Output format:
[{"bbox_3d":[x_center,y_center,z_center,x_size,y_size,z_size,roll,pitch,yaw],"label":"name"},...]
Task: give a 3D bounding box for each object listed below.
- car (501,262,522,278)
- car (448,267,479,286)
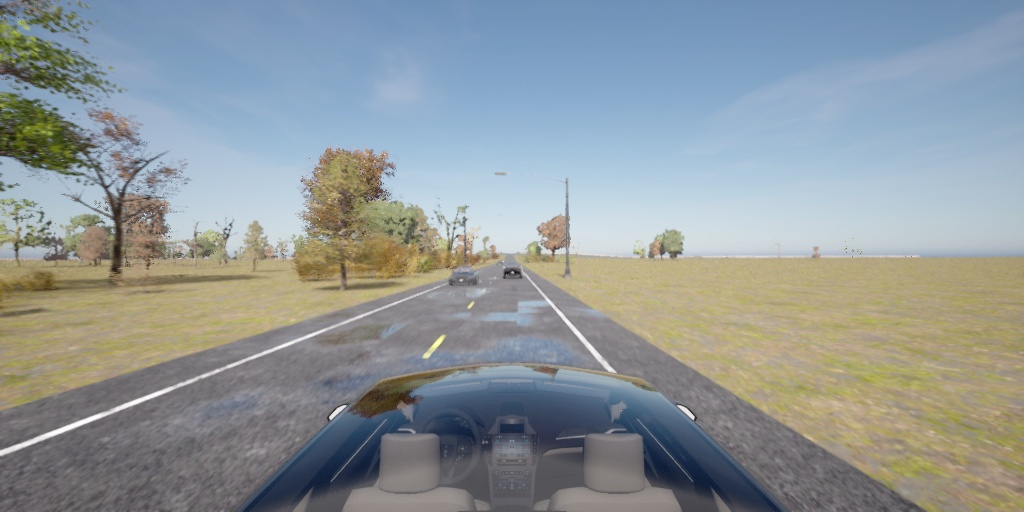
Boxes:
[{"bbox_3d":[0.059,1.522,38.315,1.882,1.535,5.008,0,0,0],"label":"car"},{"bbox_3d":[-3.615,1.534,27.535,1.994,1.385,4.181,0,0,0],"label":"car"}]
